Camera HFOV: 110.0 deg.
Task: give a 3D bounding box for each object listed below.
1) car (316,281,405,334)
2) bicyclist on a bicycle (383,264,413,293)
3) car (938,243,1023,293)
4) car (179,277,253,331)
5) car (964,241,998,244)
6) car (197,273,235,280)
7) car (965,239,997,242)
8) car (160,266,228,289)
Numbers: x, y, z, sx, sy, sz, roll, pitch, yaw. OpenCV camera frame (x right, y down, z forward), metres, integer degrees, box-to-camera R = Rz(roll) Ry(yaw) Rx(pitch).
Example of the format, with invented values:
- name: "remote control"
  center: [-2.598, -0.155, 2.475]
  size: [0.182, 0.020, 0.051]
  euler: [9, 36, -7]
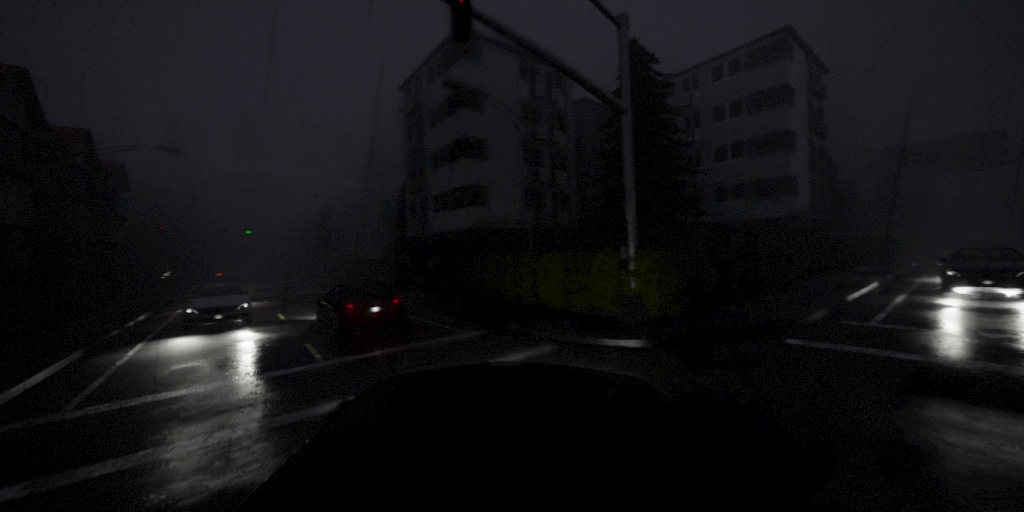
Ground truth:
- name: "car"
  center: [-5.121, 1.540, 11.871]
  size: [1.994, 1.385, 4.181]
  euler: [-3, 1, -37]
- name: "bicyclist on a bicycle"
  center: [-6.189, 1.263, 19.496]
  size: [1.656, 1.620, 0.582]
  euler: [-3, 1, -38]
- name: "car"
  center: [16.066, 0.419, 12.168]
  size: [4.674, 1.442, 1.812]
  euler: [-3, 1, -38]
- name: "car"
  center: [-10.964, 1.738, 13.476]
  size: [1.812, 1.442, 4.674]
  euler: [-3, 1, -38]
- name: "car"
  center: [23.996, 0.108, 18.308]
  size: [4.718, 1.301, 1.895]
  euler: [-3, 1, -38]
- name: "car"
  center: [-17.397, 1.969, 21.767]
  size: [2.033, 1.411, 5.357]
  euler: [-3, 1, -38]
- name: "car"
  center: [32.275, -0.390, 24.678]
  size: [4.892, 1.490, 1.837]
  euler: [-3, 1, -37]
- name: "car"
  center: [-32.780, 2.178, 37.240]
  size: [5.566, 2.045, 2.150]
  euler: [-3, 0, -12]
